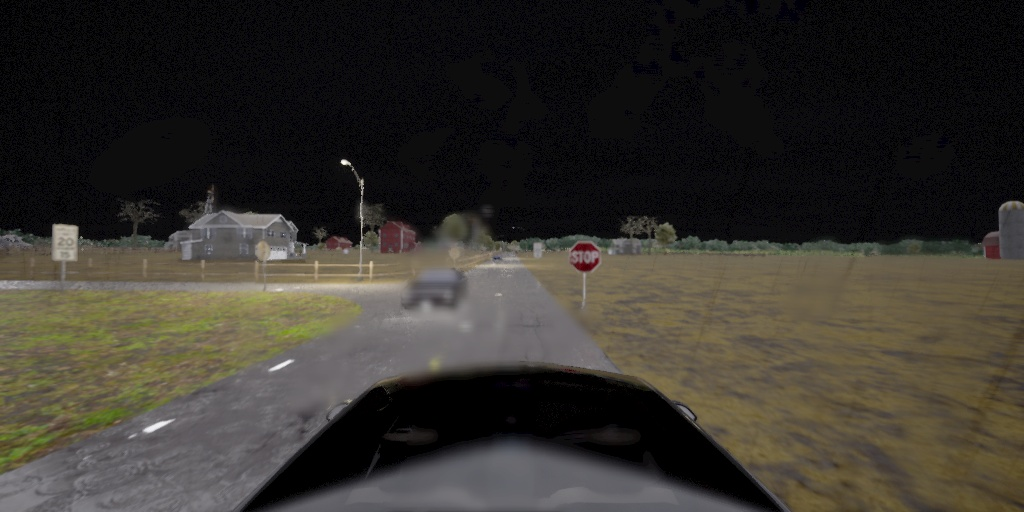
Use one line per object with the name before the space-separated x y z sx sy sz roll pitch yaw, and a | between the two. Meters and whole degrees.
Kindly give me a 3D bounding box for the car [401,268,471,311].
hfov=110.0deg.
car | -2.748 1.193 14.231 2.033 1.411 5.357 0 1 0
